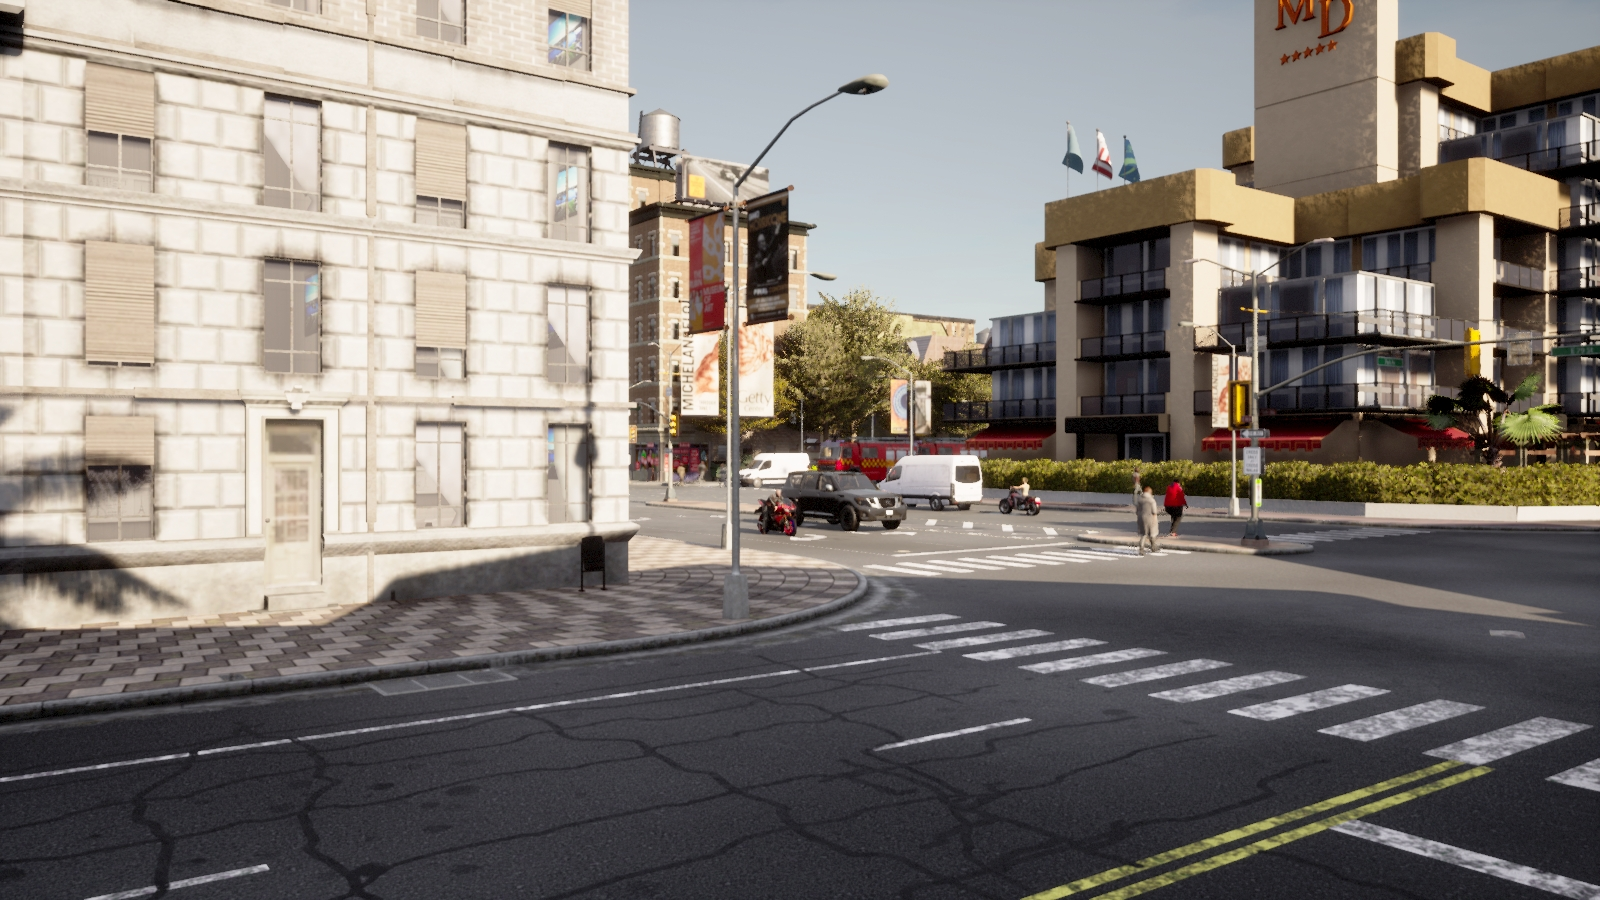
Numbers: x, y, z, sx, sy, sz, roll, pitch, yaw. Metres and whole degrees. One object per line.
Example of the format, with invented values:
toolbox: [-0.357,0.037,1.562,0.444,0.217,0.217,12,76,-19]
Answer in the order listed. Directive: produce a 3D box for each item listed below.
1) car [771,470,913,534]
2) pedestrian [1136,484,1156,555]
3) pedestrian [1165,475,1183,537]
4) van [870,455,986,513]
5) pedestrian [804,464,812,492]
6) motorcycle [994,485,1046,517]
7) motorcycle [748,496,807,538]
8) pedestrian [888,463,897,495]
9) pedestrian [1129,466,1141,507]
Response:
car: [1.410,1.778,41.176,2.150,2.045,5.566,0,0,-35]
pedestrian: [9.223,1.848,30.455,0.375,1.860,0.375,0,0,42]
pedestrian: [11.358,1.702,34.717,0.375,1.860,0.375,0,0,-33]
van: [5.947,1.532,54.072,1.988,2.561,5.915,0,0,-36]
pedestrian: [0.555,1.847,76.442,0.375,1.860,0.375,0,0,-32]
motorcycle: [9.406,2.168,48.968,0.764,1.277,2.356,0,0,-34]
motorcycle: [-0.756,2.204,37.717,0.867,1.251,2.209,0,0,-36]
pedestrian: [5.435,1.695,66.829,0.375,1.860,0.375,0,0,-33]
pedestrian: [15.596,1.694,53.194,0.375,1.860,0.375,0,0,-36]
